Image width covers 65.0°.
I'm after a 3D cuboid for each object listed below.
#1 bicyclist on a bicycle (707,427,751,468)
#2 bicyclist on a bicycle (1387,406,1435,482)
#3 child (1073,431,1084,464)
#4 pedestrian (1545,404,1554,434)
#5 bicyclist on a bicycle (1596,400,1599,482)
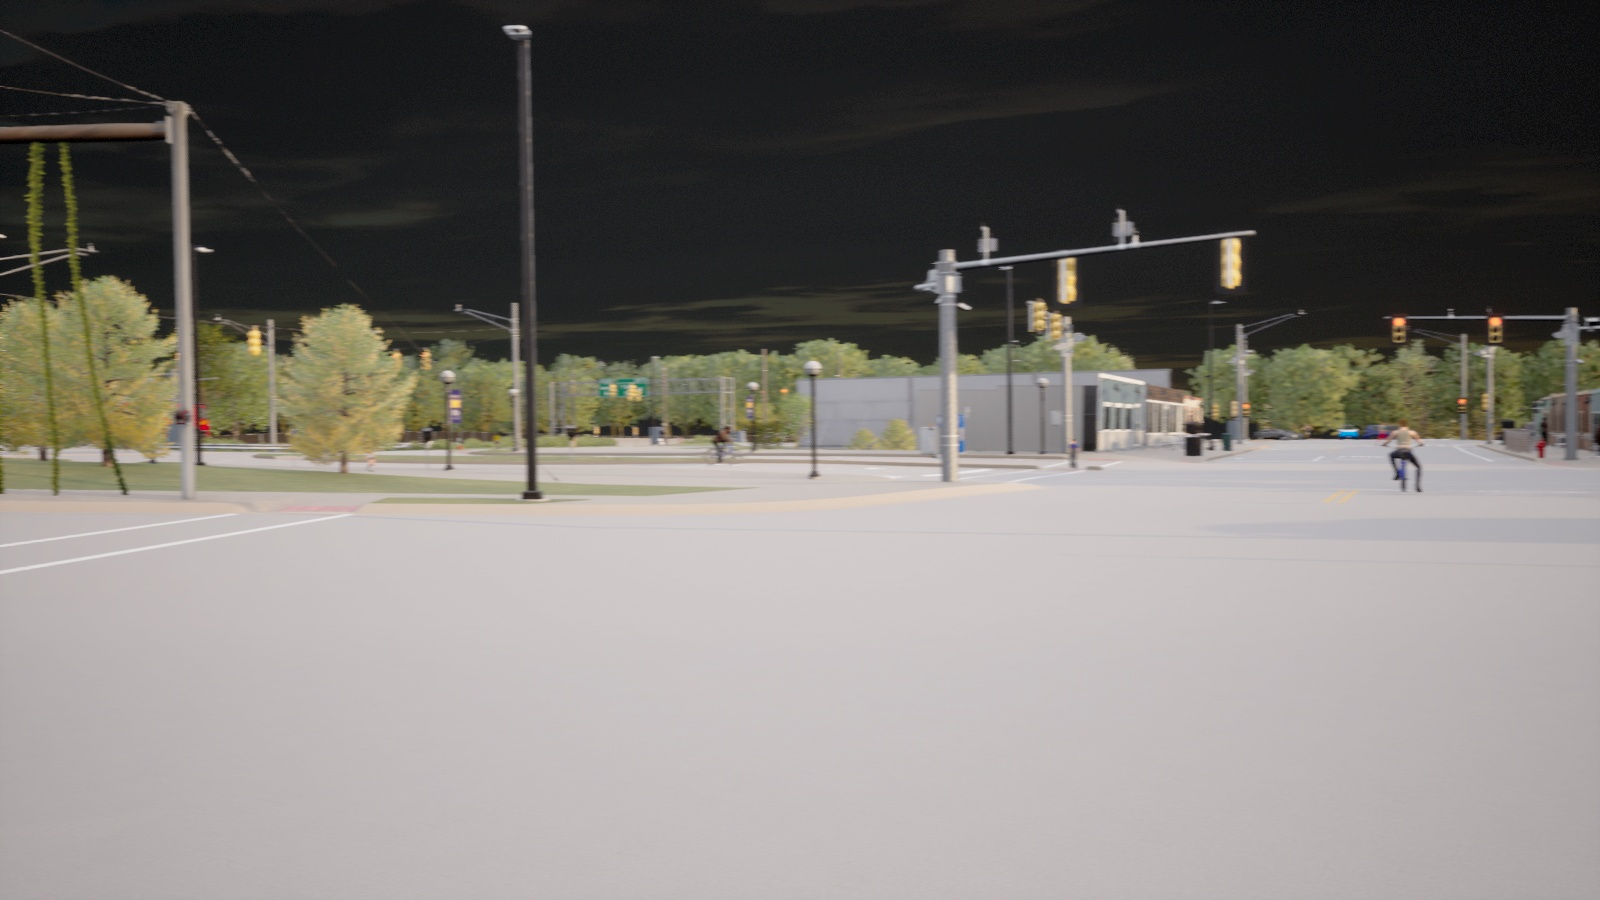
[{"bbox_3d":[-2.929,-0.104,51.748,1.656,1.620,0.582,-1,1,21],"label":"bicyclist on a bicycle"},{"bbox_3d":[13.300,-0.129,27.376,0.866,1.612,1.509,-1,0,24],"label":"bicyclist on a bicycle"},{"bbox_3d":[11.036,-0.102,49.730,0.270,1.263,0.437,-1,2,27],"label":"child"},{"bbox_3d":[44.681,-1.859,74.830,0.328,1.805,0.869,-1,2,24],"label":"pedestrian"},{"bbox_3d":[15.947,-0.172,24.408,0.582,1.620,1.656,-1,-1,25],"label":"bicyclist on a bicycle"}]
